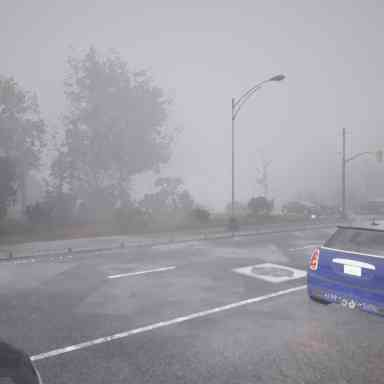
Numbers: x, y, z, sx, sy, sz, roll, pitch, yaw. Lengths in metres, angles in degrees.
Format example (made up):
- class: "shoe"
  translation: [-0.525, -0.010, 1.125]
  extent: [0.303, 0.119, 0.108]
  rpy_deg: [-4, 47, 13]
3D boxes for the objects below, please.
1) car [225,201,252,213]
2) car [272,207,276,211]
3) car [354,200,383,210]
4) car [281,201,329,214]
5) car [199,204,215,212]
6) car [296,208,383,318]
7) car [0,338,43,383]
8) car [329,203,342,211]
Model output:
- class: "car"
  translation: [6.399, 1.925, 44.180]
  extent: [2.097, 1.767, 4.553]
  rpy_deg: [0, -3, -32]
- class: "car"
  translation: [9.156, 2.148, 46.369]
  extent: [2.033, 1.411, 5.357]
  rpy_deg: [0, -3, -32]
- class: "car"
  translation: [21.775, 1.701, 39.604]
  extent: [1.837, 1.490, 4.892]
  rpy_deg: [0, -1, -32]
- class: "car"
  translation: [11.723, 1.724, 35.741]
  extent: [1.837, 1.490, 4.892]
  rpy_deg: [0, -1, -29]
- class: "car"
  translation: [2.114, 2.768, 57.623]
  extent: [2.128, 1.511, 4.902]
  rpy_deg: [0, -3, -32]
- class: "car"
  translation: [4.481, 1.361, 6.900]
  extent: [4.553, 1.767, 2.097]
  rpy_deg: [0, 0, -35]
- class: "car"
  translation: [-3.265, 1.492, 1.417]
  extent: [4.902, 1.511, 2.128]
  rpy_deg: [0, 0, -36]
- class: "car"
  translation: [14.619, 1.722, 37.644]
  extent: [2.128, 1.511, 4.902]
  rpy_deg: [0, -2, -33]
